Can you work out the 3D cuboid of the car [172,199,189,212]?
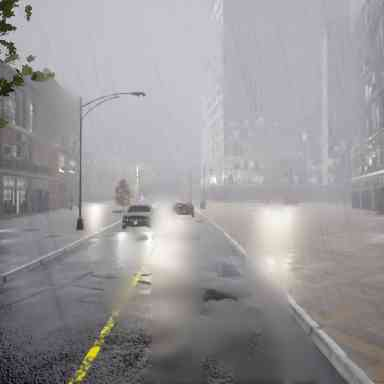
[{"bbox_3d":[-1.499,1.607,40.650,1.895,1.301,4.718,0,0,-4],"label":"car"}]

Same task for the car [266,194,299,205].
[{"bbox_3d":[13.945,1.201,51.509,5.009,1.841,2.192,0,-1,15],"label":"car"}]

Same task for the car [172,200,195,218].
[{"bbox_3d":[-0.817,1.483,30.774,1.882,1.535,5.008,0,0,-3],"label":"car"}]

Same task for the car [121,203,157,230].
[{"bbox_3d":[-3.282,1.506,21.220,1.837,1.490,4.892,0,0,-2],"label":"car"}]
